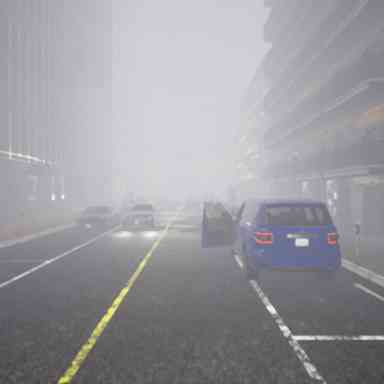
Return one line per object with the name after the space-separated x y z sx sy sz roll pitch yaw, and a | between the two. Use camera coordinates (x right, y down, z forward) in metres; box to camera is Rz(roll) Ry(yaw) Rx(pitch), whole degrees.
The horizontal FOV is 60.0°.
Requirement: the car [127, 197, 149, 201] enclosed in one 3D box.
-5.696 1.418 31.779 2.008 1.369 4.403 0 0 0 | car

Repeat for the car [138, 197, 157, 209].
-5.699 1.350 42.906 1.752 1.417 4.829 0 0 0 | car

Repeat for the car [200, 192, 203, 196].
2.680 1.097 54.375 2.192 1.841 5.009 0 0 0 | car

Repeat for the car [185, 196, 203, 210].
0.077 1.435 40.264 1.895 1.301 4.718 0 0 0 | car

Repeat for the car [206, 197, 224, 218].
2.684 1.417 31.782 2.008 1.369 4.403 0 0 0 | car

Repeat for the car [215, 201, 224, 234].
2.687 1.477 20.485 1.947 1.339 4.313 0 0 0 | car

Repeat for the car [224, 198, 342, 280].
2.393 1.177 9.927 2.150 2.045 5.566 0 0 0 | car

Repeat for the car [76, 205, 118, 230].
-5.694 1.478 20.482 1.947 1.339 4.313 0 0 0 | car

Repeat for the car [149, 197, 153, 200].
-5.698 1.286 37.428 1.967 1.590 4.097 0 0 0 | car

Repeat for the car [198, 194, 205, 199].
2.671 1.215 93.915 1.947 1.339 4.313 0 0 0 | car

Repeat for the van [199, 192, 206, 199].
2.671 1.008 88.265 1.690 1.788 3.998 0 0 0 | van

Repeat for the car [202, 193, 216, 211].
2.682 1.264 43.077 1.967 1.590 4.097 0 0 0 | car

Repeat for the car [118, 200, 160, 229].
-3.104 1.435 20.997 1.812 1.442 4.674 0 0 0 | car

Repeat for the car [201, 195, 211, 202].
2.677 1.322 65.673 1.802 1.307 4.206 0 0 0 | car

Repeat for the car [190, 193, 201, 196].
-0.010 1.268 51.988 1.882 1.535 5.008 0 0 0 | car
